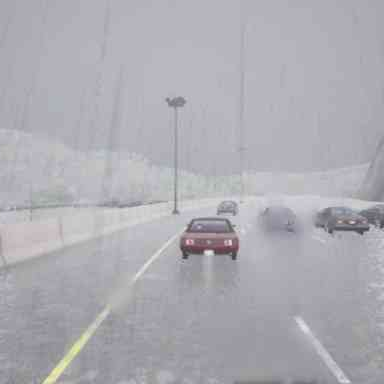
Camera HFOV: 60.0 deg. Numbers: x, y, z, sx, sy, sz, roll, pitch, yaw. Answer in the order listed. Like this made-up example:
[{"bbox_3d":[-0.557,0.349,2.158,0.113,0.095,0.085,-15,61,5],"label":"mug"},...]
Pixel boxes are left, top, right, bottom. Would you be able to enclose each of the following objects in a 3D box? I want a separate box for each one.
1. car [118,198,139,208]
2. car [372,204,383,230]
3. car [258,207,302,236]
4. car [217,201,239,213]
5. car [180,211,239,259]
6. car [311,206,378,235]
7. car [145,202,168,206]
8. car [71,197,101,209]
[{"bbox_3d":[-8.294,1.513,44.905,1.837,1.490,4.892,0,0,15],"label":"car"},{"bbox_3d":[12.200,1.525,21.179,2.128,1.511,4.902,0,0,7],"label":"car"},{"bbox_3d":[4.797,1.566,18.656,2.033,1.411,5.357,0,0,7],"label":"car"},{"bbox_3d":[3.699,1.572,33.871,2.033,1.411,5.357,0,0,12],"label":"car"},{"bbox_3d":[0.706,1.609,12.635,1.895,1.301,4.718,0,0,4],"label":"car"},{"bbox_3d":[8.384,1.573,19.223,2.033,1.411,5.357,0,0,7],"label":"car"},{"bbox_3d":[-4.837,1.616,44.352,1.895,1.301,4.718,0,0,15],"label":"car"},{"bbox_3d":[-14.960,1.524,47.052,1.812,1.442,4.674,0,0,15],"label":"car"}]
